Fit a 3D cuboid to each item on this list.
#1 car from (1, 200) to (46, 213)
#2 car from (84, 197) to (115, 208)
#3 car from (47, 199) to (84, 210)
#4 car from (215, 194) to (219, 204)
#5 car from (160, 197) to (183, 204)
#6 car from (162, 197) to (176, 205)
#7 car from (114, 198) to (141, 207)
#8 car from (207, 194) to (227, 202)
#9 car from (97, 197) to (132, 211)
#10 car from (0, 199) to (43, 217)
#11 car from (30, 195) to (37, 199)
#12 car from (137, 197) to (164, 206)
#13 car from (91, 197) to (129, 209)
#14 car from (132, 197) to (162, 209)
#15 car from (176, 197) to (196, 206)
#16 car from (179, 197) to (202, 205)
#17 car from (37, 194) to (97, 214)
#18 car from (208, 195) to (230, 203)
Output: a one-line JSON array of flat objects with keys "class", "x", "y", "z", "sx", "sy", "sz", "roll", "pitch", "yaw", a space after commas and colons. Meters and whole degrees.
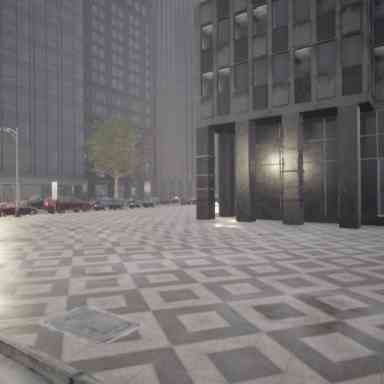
[{"class": "car", "x": -19.874, "y": 1.643, "z": 39.401, "sx": 1.947, "sy": 1.339, "sz": 4.313, "roll": -1, "pitch": 0, "yaw": 35}, {"class": "car", "x": -13.455, "y": 1.484, "z": 48.673, "sx": 1.967, "sy": 1.590, "sz": 4.097, "roll": -1, "pitch": 0, "yaw": 35}, {"class": "car", "x": -16.664, "y": 1.642, "z": 44.037, "sx": 1.802, "sy": 1.307, "sz": 4.206, "roll": -1, "pitch": 0, "yaw": 35}, {"class": "car", "x": 3.180, "y": 1.222, "z": 57.725, "sx": 2.192, "sy": 1.841, "sz": 5.009, "roll": -1, "pitch": 0, "yaw": 35}, {"class": "car", "x": -3.822, "y": 1.574, "z": 62.583, "sx": 1.947, "sy": 1.339, "sz": 4.313, "roll": -1, "pitch": 0, "yaw": 35}, {"class": "car", "x": -5.185, "y": 1.588, "z": 55.682, "sx": 1.895, "sy": 1.301, "sz": 4.718, "roll": -1, "pitch": 0, "yaw": 34}, {"class": "car", "x": -10.243, "y": 1.613, "z": 53.310, "sx": 1.802, "sy": 1.307, "sz": 4.206, "roll": -1, "pitch": 0, "yaw": 35}, {"class": "car", "x": 5.808, "y": 1.296, "z": 76.493, "sx": 2.192, "sy": 1.841, "sz": 5.009, "roll": -1, "pitch": 0, "yaw": 35}, {"class": "car", "x": -9.658, "y": 1.525, "z": 39.181, "sx": 1.947, "sy": 1.339, "sz": 4.313, "roll": -1, "pitch": 0, "yaw": 35}, {"class": "car", "x": -16.078, "y": 1.577, "z": 29.909, "sx": 1.802, "sy": 1.307, "sz": 4.206, "roll": -1, "pitch": 0, "yaw": 35}, {"class": "car", "x": -17.272, "y": 1.264, "z": 38.331, "sx": 2.150, "sy": 2.045, "sz": 5.566, "roll": -1, "pitch": 0, "yaw": 35}, {"class": "car", "x": -7.130, "y": 1.544, "z": 57.806, "sx": 1.752, "sy": 1.417, "sz": 4.829, "roll": -1, "pitch": 0, "yaw": 35}, {"class": "car", "x": -11.422, "y": 1.504, "z": 46.749, "sx": 2.128, "sy": 1.511, "sz": 4.902, "roll": -1, "pitch": 0, "yaw": 35}, {"class": "car", "x": -6.448, "y": 1.509, "z": 43.816, "sx": 1.947, "sy": 1.339, "sz": 4.313, "roll": -1, "pitch": 0, "yaw": 35}, {"class": "car", "x": -0.029, "y": 1.462, "z": 53.088, "sx": 1.887, "sy": 1.381, "sz": 4.507, "roll": -1, "pitch": 0, "yaw": 35}, {"class": "car", "x": -0.218, "y": 1.506, "z": 57.319, "sx": 1.994, "sy": 1.385, "sz": 4.181, "roll": -1, "pitch": 0, "yaw": 34}, {"class": "car", "x": -12.870, "y": 1.290, "z": 34.546, "sx": 2.192, "sy": 1.841, "sz": 5.009, "roll": -1, "pitch": 0, "yaw": 35}, {"class": "car", "x": 5.461, "y": 1.416, "z": 65.535, "sx": 2.128, "sy": 1.511, "sz": 4.902, "roll": -1, "pitch": 0, "yaw": 35}]
